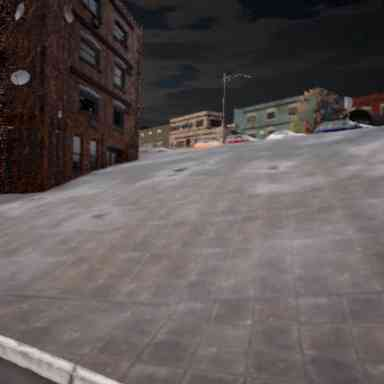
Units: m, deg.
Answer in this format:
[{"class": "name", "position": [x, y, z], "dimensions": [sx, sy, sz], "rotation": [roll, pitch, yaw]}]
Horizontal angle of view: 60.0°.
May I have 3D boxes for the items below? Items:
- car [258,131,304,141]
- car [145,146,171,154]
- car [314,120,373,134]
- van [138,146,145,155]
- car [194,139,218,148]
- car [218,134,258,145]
[{"class": "car", "position": [8.802, -4.922, 30.757], "dimensions": [2.002, 1.452, 4.674], "rotation": [1, 2, -36]}, {"class": "car", "position": [-4.378, -5.770, 48.619], "dimensions": [2.231, 1.521, 4.892], "rotation": [1, 2, -36]}, {"class": "car", "position": [12.066, -4.882, 26.336], "dimensions": [2.185, 1.767, 4.553], "rotation": [1, 2, -36]}, {"class": "van", "position": [-7.574, -6.182, 52.955], "dimensions": [1.878, 1.987, 4.442], "rotation": [1, 2, -36]}, {"class": "car", "position": [2.163, -5.503, 39.757], "dimensions": [2.185, 1.767, 4.553], "rotation": [1, 2, -36]}, {"class": "car", "position": [5.439, -5.300, 35.318], "dimensions": [2.185, 1.767, 4.553], "rotation": [1, 2, -36]}]
